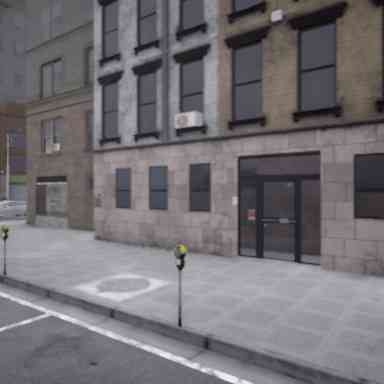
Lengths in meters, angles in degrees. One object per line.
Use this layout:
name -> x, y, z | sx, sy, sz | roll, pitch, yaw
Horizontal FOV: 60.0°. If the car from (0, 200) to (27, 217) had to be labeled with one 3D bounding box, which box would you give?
car -> -15.596, 1.453, 28.160 | 1.812, 1.442, 4.674 | 0, 0, 34
